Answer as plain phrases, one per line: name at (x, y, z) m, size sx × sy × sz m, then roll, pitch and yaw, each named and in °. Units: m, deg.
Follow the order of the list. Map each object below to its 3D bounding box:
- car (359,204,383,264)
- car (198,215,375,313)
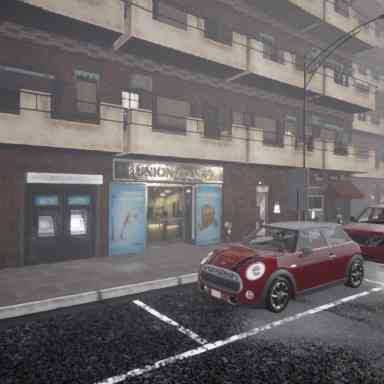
car at (6.588, 1.320, 10.815) m, size 5.009 × 1.841 × 2.192 m, roll 0°, pitch 0°, yaw -36°
car at (2.087, 1.442, 7.593) m, size 4.097 × 1.590 × 1.967 m, roll 0°, pitch 0°, yaw -36°
